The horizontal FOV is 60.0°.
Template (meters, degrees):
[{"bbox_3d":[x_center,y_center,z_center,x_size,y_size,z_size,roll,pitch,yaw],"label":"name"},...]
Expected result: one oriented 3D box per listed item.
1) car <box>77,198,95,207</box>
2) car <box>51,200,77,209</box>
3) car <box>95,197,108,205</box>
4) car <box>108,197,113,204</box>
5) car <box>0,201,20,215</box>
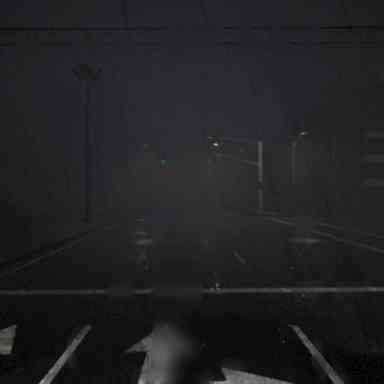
[{"bbox_3d":[-19.805,1.914,60.456,1.837,1.490,4.892,0,-1,0],"label":"car"},{"bbox_3d":[-19.824,1.946,51.036,1.895,1.301,4.718,0,0,0],"label":"car"},{"bbox_3d":[-19.804,2.000,70.462,1.812,1.442,4.674,0,0,0],"label":"car"},{"bbox_3d":[-19.803,1.879,77.551,2.097,1.767,4.553,0,0,0],"label":"car"},{"bbox_3d":[-20.505,1.745,35.214,1.837,1.490,4.892,0,-1,13],"label":"car"}]
